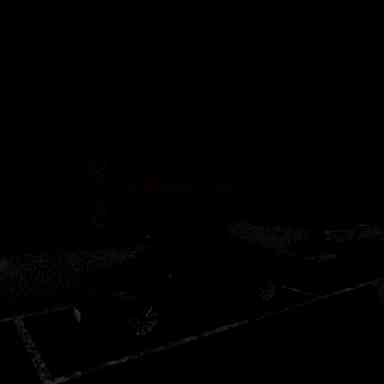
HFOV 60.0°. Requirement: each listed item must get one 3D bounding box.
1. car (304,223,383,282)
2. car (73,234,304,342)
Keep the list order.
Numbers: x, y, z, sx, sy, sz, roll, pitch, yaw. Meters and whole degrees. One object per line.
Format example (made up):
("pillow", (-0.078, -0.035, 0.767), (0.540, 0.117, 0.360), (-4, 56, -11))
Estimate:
("car", (4.445, 1.582, 9.702), (4.206, 1.307, 1.802), (0, 0, -35))
("car", (-0.036, 1.566, 6.510), (4.313, 1.339, 1.947), (0, 0, -35))
